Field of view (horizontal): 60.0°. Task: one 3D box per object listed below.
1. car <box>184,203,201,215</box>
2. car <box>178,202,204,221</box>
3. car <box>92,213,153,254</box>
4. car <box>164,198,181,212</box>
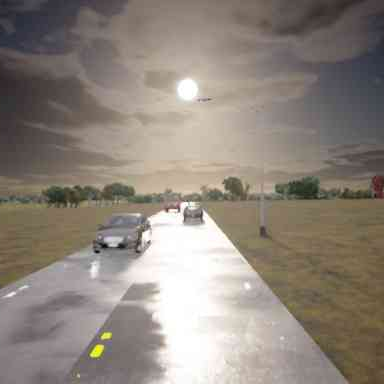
[{"bbox_3d":[0.095,2.089,42.043,2.033,1.411,5.357,0,-1,1],"label":"car"},{"bbox_3d":[0.113,1.882,31.422,2.128,1.511,4.902,0,-1,0],"label":"car"},{"bbox_3d":[-2.835,1.670,14.401,2.128,1.511,4.902,0,-1,0],"label":"car"},{"bbox_3d":[-2.796,1.886,49.110,2.150,2.045,5.566,0,-1,0],"label":"car"}]
